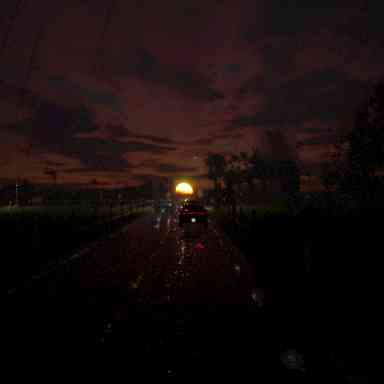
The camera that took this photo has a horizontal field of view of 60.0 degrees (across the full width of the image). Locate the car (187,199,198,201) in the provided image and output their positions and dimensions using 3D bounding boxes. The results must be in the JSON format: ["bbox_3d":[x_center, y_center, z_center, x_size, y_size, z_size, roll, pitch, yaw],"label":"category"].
[{"bbox_3d":[0.044,1.612,37.926,1.837,1.490,4.892,0,0,0],"label":"car"}]

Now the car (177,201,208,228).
[{"bbox_3d":[0.065,1.561,22.852,1.837,1.490,4.892,0,-2,-1],"label":"car"}]

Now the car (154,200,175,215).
[{"bbox_3d":[-2.885,1.592,35.464,2.128,1.511,4.902,0,0,0],"label":"car"}]
